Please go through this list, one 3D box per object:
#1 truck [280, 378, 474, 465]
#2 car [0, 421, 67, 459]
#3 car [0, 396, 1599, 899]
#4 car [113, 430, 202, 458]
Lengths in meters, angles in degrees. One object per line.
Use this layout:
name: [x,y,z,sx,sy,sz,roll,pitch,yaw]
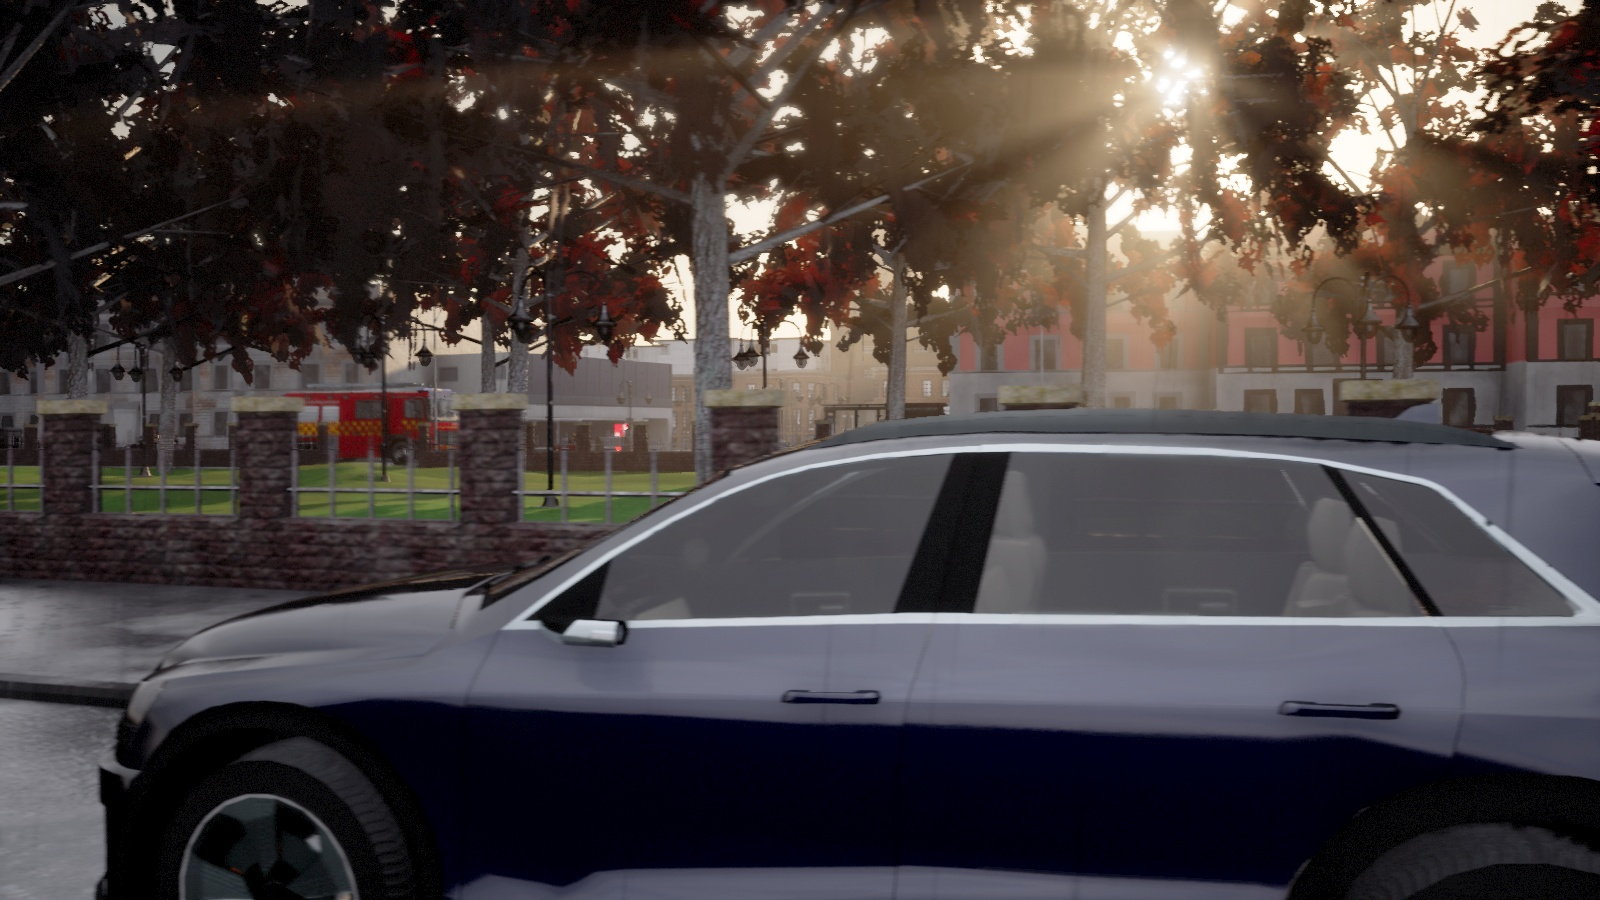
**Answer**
truck: [-19.575,-1.322,58.056,8.468,3.827,2.891,1,1,19]
car: [-40.248,-0.536,64.988,3.866,1.878,1.905,0,1,18]
car: [0.283,0.699,3.710,4.856,1.649,2.033,0,1,16]
car: [-34.376,-0.335,67.245,4.193,1.474,1.816,0,1,18]
